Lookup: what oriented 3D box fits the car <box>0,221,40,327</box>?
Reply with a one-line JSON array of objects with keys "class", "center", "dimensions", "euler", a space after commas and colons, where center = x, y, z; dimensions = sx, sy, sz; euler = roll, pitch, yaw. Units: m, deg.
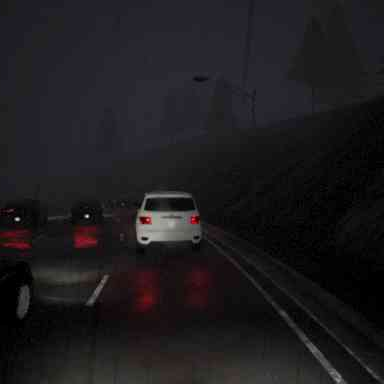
[{"class": "car", "center": [-3.599, 1.406, 3.765], "dimensions": [1.882, 1.535, 5.008], "euler": [0, 1, -3]}]

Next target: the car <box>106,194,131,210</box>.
[{"class": "car", "center": [-7.208, 0.926, 32.090], "dimensions": [1.812, 1.442, 4.674], "euler": [0, 1, -25]}]

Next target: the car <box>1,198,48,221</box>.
[{"class": "car", "center": [-9.888, 1.135, 19.884], "dimensions": [1.837, 1.490, 4.892], "euler": [0, 1, -16]}]

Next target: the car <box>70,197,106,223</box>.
[{"class": "car", "center": [-6.772, 1.102, 21.557], "dimensions": [1.837, 1.490, 4.892], "euler": [0, 1, -17]}]

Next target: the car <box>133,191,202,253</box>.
[{"class": "car", "center": [-1.048, 0.979, 12.833], "dimensions": [2.150, 2.045, 5.566], "euler": [0, 1, -9]}]
